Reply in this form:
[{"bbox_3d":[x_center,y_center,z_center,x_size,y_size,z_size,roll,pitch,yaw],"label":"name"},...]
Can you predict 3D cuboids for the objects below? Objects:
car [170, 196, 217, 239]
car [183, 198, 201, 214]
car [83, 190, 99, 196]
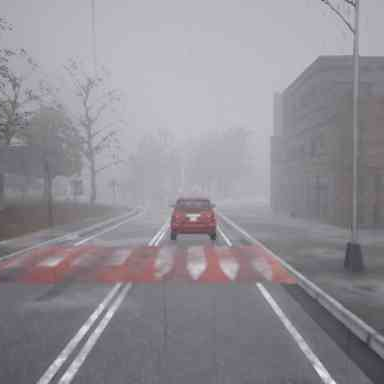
[{"bbox_3d":[0.078,1.213,17.149,2.150,2.045,5.566,0,1,0],"label":"car"},{"bbox_3d":[0.052,1.427,35.521,1.812,1.442,4.674,0,0,1],"label":"car"},{"bbox_3d":[-25.667,0.320,84.608,2.128,1.511,4.902,0,2,16],"label":"car"}]
